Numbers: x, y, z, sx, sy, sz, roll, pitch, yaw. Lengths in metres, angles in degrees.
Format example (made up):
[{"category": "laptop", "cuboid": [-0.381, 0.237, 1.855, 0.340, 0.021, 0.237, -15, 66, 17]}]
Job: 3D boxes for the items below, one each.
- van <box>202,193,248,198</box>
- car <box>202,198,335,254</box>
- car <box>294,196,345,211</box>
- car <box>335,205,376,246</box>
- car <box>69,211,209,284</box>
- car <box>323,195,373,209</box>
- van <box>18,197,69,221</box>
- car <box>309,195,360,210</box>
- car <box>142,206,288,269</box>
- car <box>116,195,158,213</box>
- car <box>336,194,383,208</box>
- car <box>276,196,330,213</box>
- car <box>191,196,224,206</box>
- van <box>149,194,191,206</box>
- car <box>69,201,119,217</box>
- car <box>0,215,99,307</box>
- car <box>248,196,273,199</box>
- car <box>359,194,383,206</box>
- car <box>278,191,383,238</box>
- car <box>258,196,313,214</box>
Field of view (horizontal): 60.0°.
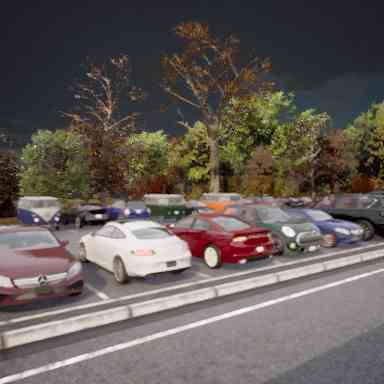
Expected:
[{"category": "van", "cuboid": [2.267, 1.110, 28.212, 1.878, 1.987, 4.442, -1, 0, -35]}, {"category": "car", "cuboid": [2.764, 1.302, 13.025, 2.185, 1.767, 4.553, -1, 0, -35]}, {"category": "car", "cuboid": [13.810, 1.213, 36.339, 2.163, 1.488, 4.792, -1, 0, -35]}, {"category": "car", "cuboid": [5.083, 1.437, 14.644, 2.002, 1.452, 4.674, -1, 0, -35]}, {"category": "car", "cuboid": [-1.815, 1.528, 9.717, 2.002, 1.452, 4.674, -1, 0, -35]}, {"category": "car", "cuboid": [18.427, 1.122, 39.591, 2.097, 1.535, 5.008, -1, 0, -36]}, {"category": "van", "cuboid": [-9.095, 1.262, 19.825, 1.878, 1.987, 4.442, -1, 1, -35]}, {"category": "car", "cuboid": [16.129, 1.153, 37.952, 2.097, 1.535, 5.008, -1, 0, -36]}, {"category": "car", "cuboid": [0.487, 1.458, 11.355, 2.097, 1.535, 5.008, -1, 0, -35]}, {"category": "car", "cuboid": [-4.647, 1.303, 23.103, 2.185, 1.767, 4.553, -1, 0, -35]}, {"category": "car", "cuboid": [20.726, 1.093, 41.232, 2.231, 1.521, 4.892, -1, 0, -36]}, {"category": "car", "cuboid": [11.425, 1.215, 34.607, 2.097, 1.535, 5.008, -1, 0, -35]}, {"category": "car", "cuboid": [0.032, 1.367, 26.484, 2.231, 1.521, 4.892, -1, 0, -35]}, {"category": "van", "cuboid": [-2.335, 1.171, 24.934, 1.878, 1.987, 4.442, -1, 0, -35]}, {"category": "car", "cuboid": [-6.879, 1.487, 21.589, 2.163, 1.488, 4.792, -1, 0, -36]}, {"category": "car", "cuboid": [-4.126, 1.554, 8.075, 2.002, 1.452, 4.674, -1, 0, -35]}, {"category": "car", "cuboid": [4.529, 1.306, 29.689, 2.097, 1.535, 5.008, -1, 0, -35]}, {"category": "car", "cuboid": [25.314, 1.029, 44.522, 2.231, 1.521, 4.892, -1, 0, -36]}, {"category": "car", "cuboid": [7.366, 1.115, 16.303, 2.435, 2.045, 5.566, -1, 0, -36]}, {"category": "car", "cuboid": [9.132, 1.246, 32.960, 2.097, 1.535, 5.008, -1, 0, -35]}]
